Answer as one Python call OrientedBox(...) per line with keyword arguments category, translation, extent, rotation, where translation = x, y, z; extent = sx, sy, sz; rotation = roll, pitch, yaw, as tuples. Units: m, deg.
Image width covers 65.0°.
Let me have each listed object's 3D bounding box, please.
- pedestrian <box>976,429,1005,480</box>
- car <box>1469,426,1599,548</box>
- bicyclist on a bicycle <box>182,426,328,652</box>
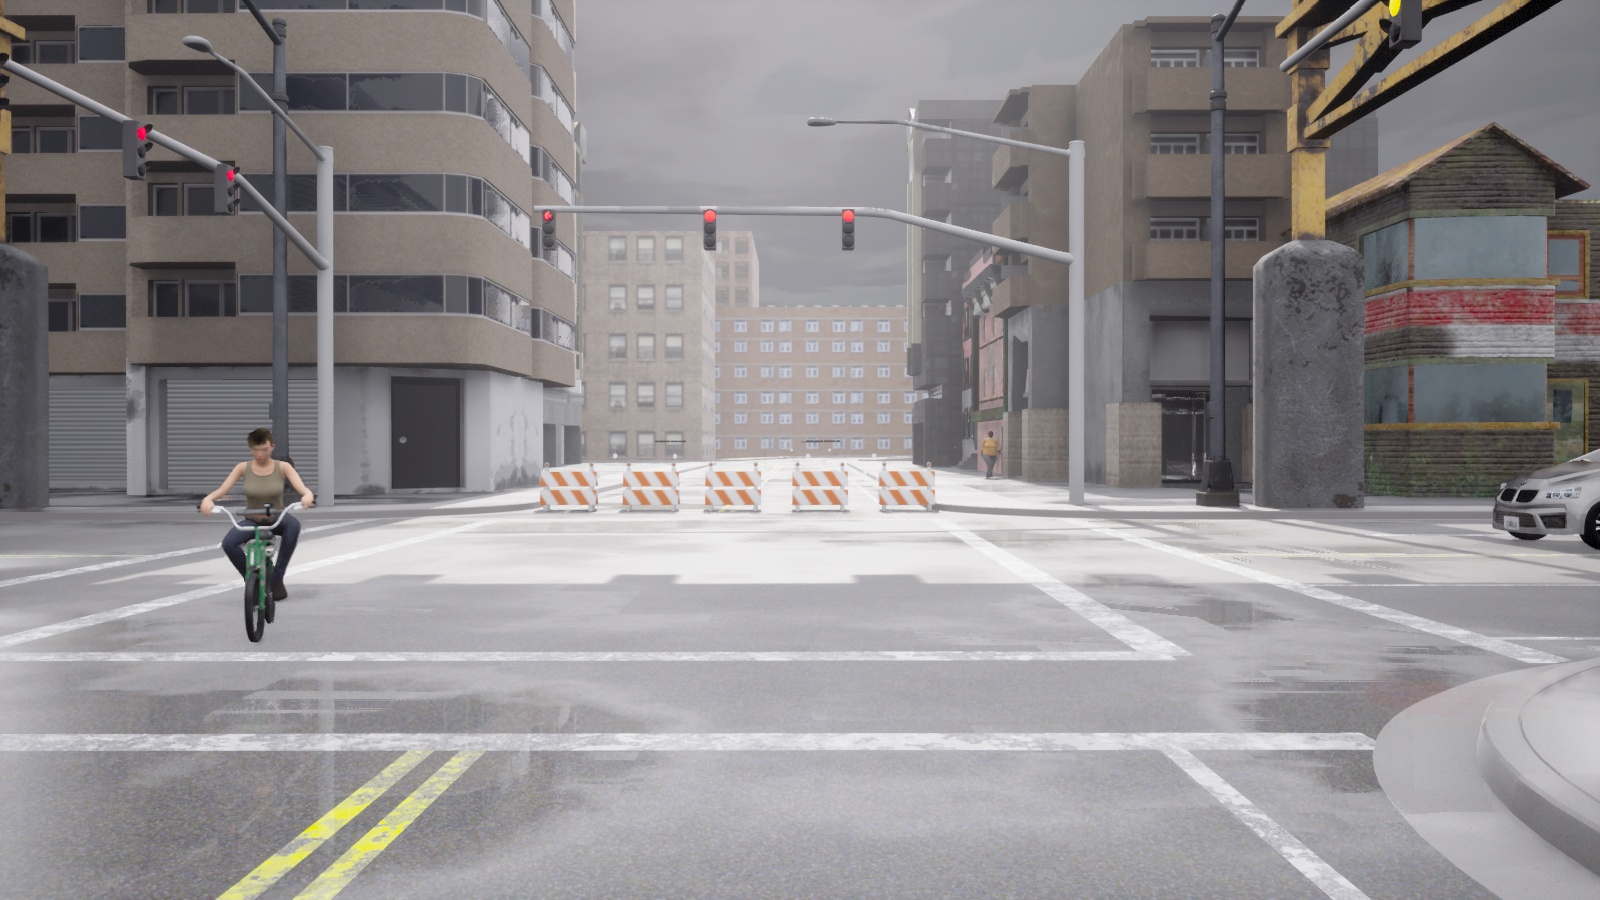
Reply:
OrientedBox(category="pedestrian", translation=(7.068, 0.154, 46.618), extent=(0.874, 1.855, 0.900), rotation=(0, 0, -4))
OrientedBox(category="car", translation=(12.614, 0.498, 18.226), extent=(4.611, 1.667, 2.242), rotation=(0, 0, 0))
OrientedBox(category="bicyclist on a bicycle", translation=(-4.232, 0.625, 9.868), extent=(0.866, 1.612, 1.509), rotation=(0, 1, -17))
